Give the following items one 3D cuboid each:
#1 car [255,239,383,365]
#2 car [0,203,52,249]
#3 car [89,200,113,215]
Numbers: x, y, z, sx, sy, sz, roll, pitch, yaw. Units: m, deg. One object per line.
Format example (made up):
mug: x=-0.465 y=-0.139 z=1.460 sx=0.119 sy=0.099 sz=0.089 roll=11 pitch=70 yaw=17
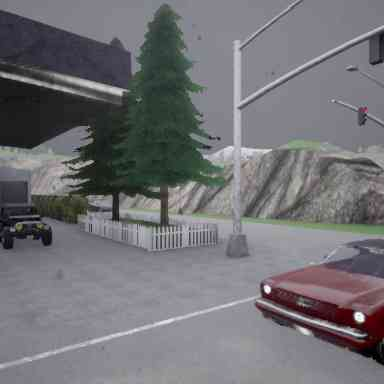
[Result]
car: x=3.328 y=1.592 z=5.883 sx=4.718 sy=1.301 sz=1.895 roll=0 pitch=0 yaw=-36
car: x=-8.047 y=1.505 z=15.803 sx=1.905 sy=1.878 sz=3.866 roll=0 pitch=0 yaw=-37
car: x=-9.917 y=1.669 z=37.165 sx=1.882 sy=1.535 sz=5.008 roll=0 pitch=0 yaw=-36
